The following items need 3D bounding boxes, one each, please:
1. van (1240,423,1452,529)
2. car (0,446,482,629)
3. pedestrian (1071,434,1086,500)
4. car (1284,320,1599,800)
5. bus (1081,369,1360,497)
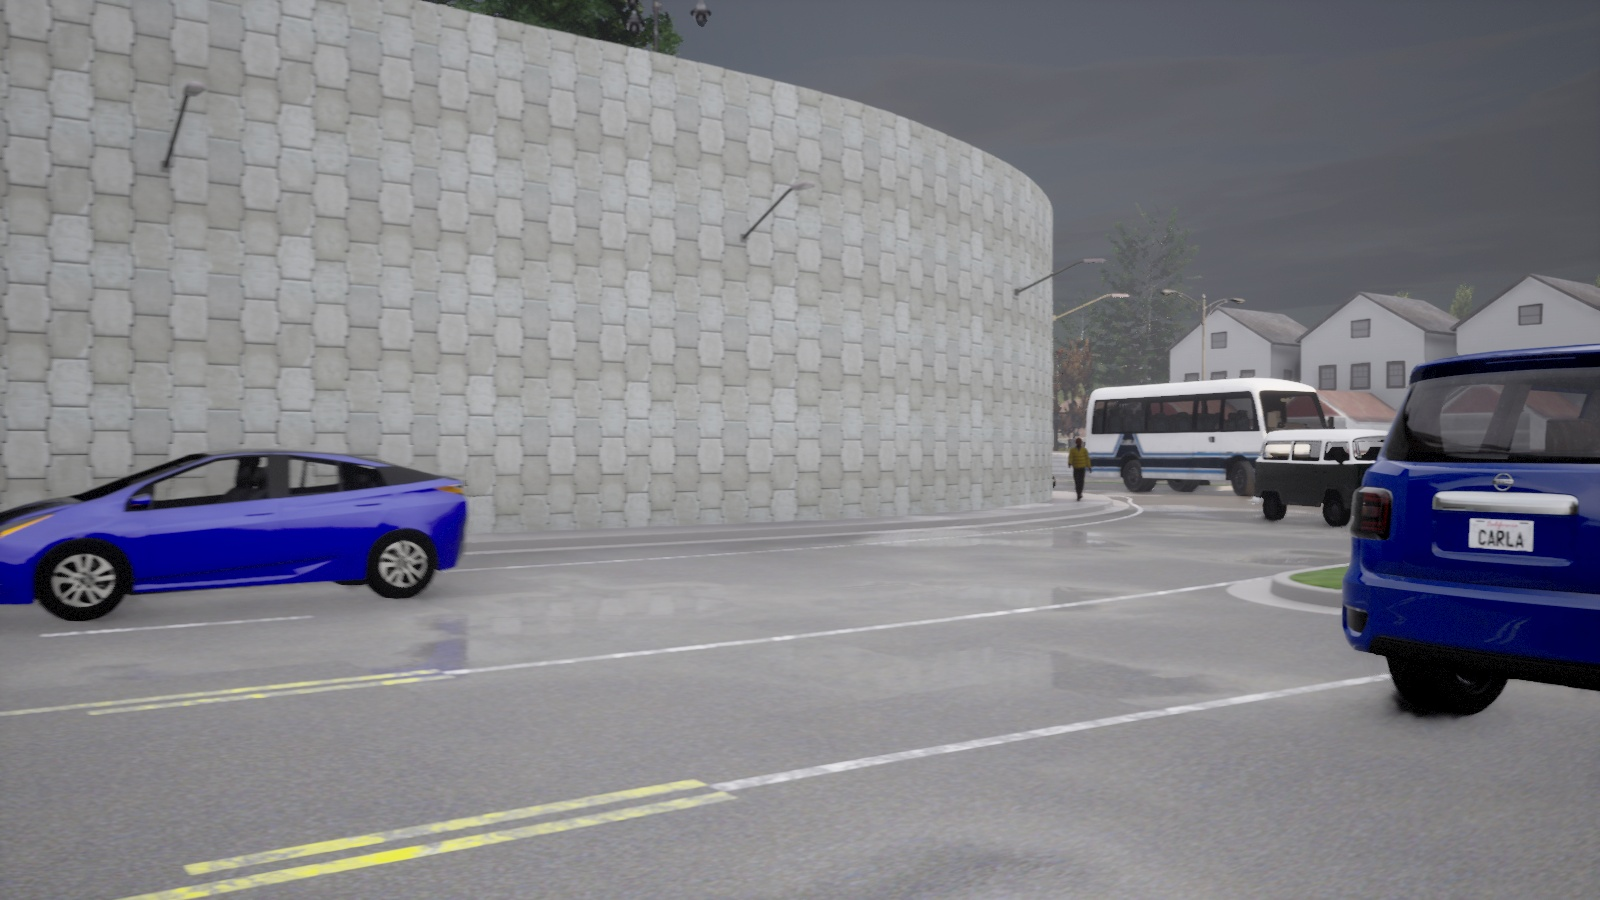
[{"bbox_3d":[11.483,0.509,26.806,2.069,2.038,4.480,0,0,-9],"label":"van"},{"bbox_3d":[-5.707,0.734,12.481,4.514,1.525,2.007,0,0,-36],"label":"car"},{"bbox_3d":[7.751,0.468,34.964,0.370,1.835,0.726,0,0,15],"label":"pedestrian"},{"bbox_3d":[5.503,0.470,7.242,5.566,2.045,2.150,0,0,-32],"label":"car"},{"bbox_3d":[15.445,-0.549,47.366,3.944,4.253,10.273,0,0,-26],"label":"bus"}]
